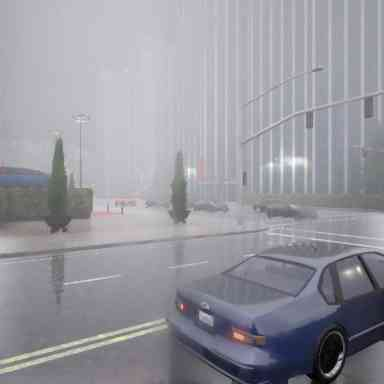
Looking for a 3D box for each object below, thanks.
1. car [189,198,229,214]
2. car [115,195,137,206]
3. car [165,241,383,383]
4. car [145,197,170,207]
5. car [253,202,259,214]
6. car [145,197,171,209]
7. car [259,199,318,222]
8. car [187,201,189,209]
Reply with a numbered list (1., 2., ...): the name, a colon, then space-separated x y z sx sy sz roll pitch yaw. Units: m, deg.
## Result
1. car: 1.999 1.526 36.056 1.812 1.442 4.674 0 0 -36
2. car: -10.697 1.352 53.605 2.097 1.767 4.553 0 0 -36
3. car: 2.224 1.547 5.389 5.357 1.411 2.033 0 0 -35
4. car: -5.506 1.526 52.383 1.812 1.442 4.674 0 0 -36
5. car: 8.291 1.505 33.321 1.837 1.490 4.892 0 0 -36
6. car: -4.729 1.506 45.324 1.837 1.490 4.892 0 0 -36
7. car: 7.996 1.526 27.076 1.812 1.442 4.674 0 0 -31
8. car: 1.043 1.548 43.323 2.033 1.411 5.357 0 0 -35
